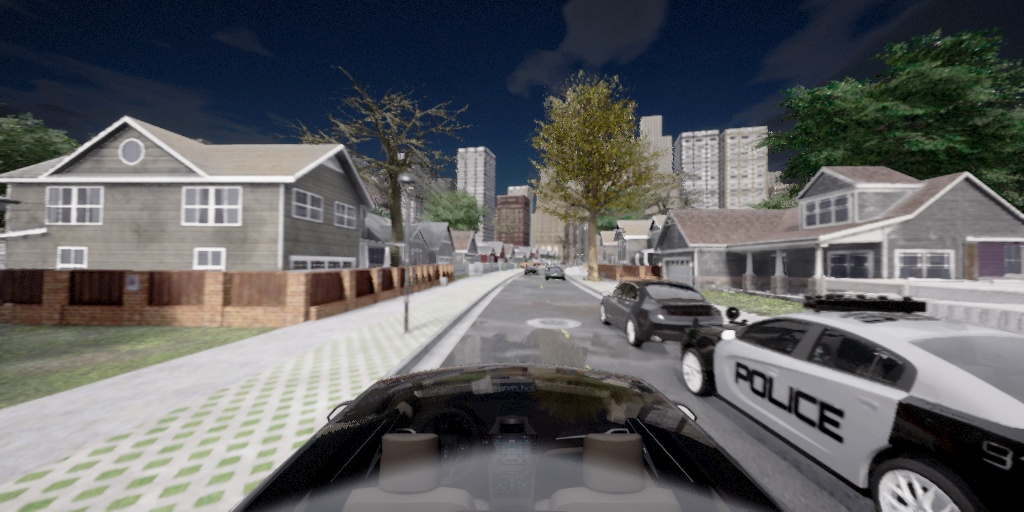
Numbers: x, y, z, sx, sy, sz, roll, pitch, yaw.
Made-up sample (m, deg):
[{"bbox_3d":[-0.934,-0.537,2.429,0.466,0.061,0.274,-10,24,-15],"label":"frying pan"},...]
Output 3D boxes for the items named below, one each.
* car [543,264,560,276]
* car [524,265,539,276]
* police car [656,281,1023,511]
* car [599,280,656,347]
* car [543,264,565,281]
[{"bbox_3d":[5.263,1.850,48.054,2.128,1.511,4.902,0,-1,7],"label":"car"},{"bbox_3d":[2.627,1.935,48.230,1.895,1.301,4.718,0,-1,6],"label":"car"},{"bbox_3d":[3.567,1.237,3.816,1.930,1.638,5.238,1,-1,1],"label":"police car"},{"bbox_3d":[3.682,1.386,9.678,1.837,1.490,4.892,1,-1,1],"label":"car"},{"bbox_3d":[4.409,1.777,37.007,1.994,1.385,4.181,1,-1,5],"label":"car"}]
